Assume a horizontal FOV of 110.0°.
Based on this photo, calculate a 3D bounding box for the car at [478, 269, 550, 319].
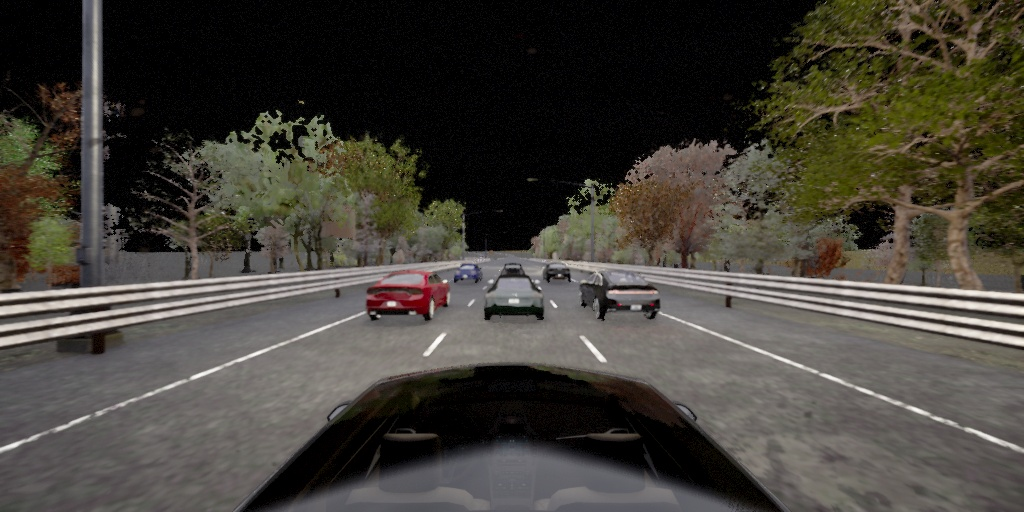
[{"bbox_3d":[0.073,1.337,12.859,1.994,1.385,4.181,0,0,0],"label":"car"}]

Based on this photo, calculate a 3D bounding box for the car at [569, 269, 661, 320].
[{"bbox_3d":[3.572,1.264,12.692,2.128,1.511,4.902,0,0,0],"label":"car"}]

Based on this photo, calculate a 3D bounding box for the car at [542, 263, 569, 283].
[{"bbox_3d":[3.576,1.287,29.235,1.882,1.535,5.008,0,0,0],"label":"car"}]

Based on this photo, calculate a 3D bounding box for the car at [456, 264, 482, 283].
[{"bbox_3d":[-3.425,1.334,28.647,1.812,1.442,4.674,0,0,0],"label":"car"}]

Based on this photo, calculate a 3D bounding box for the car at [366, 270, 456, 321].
[{"bbox_3d":[-3.429,1.250,12.696,1.882,1.535,5.008,0,-1,0],"label":"car"}]

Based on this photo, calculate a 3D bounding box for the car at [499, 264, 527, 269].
[{"bbox_3d":[0.072,1.312,27.790,1.837,1.490,4.892,0,0,0],"label":"car"}]
